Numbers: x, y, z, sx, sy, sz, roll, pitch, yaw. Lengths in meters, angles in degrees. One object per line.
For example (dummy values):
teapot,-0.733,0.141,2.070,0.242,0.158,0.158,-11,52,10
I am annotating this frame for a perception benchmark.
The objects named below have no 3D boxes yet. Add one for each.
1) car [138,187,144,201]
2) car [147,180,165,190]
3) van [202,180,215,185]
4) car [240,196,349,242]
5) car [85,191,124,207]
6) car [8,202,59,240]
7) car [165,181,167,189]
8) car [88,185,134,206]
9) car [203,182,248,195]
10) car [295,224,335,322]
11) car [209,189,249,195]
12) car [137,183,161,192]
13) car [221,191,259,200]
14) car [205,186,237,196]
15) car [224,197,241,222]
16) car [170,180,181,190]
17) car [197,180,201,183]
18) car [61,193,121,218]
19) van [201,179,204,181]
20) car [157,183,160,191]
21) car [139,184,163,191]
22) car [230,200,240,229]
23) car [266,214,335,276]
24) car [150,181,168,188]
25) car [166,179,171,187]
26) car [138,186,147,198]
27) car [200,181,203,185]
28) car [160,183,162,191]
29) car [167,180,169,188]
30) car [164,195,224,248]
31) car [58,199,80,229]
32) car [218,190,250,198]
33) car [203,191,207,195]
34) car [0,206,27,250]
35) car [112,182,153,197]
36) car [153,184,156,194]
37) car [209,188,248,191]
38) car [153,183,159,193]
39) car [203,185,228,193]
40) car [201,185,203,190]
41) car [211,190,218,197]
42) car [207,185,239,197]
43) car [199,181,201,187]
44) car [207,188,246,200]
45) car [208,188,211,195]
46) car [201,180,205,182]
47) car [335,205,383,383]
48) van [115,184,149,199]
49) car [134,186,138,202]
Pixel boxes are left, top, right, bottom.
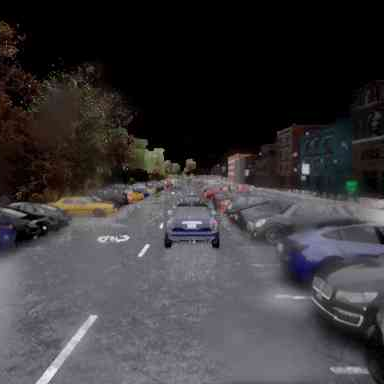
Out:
car,-8.536,0.513,38.779,5.008,1.535,2.097,0,3,0
car,-8.514,-0.913,63.929,5.566,2.045,2.435,0,3,0
van,4.421,-0.497,55.615,4.442,1.987,1.878,0,3,0
car,4.571,1.207,13.874,4.553,1.767,2.185,0,1,0
car,-8.547,0.963,27.632,5.008,1.535,2.097,0,2,0
car,-8.535,1.336,13.695,5.008,1.535,2.097,0,1,0
car,-8.537,-1.059,72.285,5.008,1.535,2.097,0,3,0
car,-8.569,0.612,30.410,5.566,2.045,2.435,0,2,0
car,4.510,0.125,41.713,5.566,2.045,2.435,0,3,0
car,4.546,1.452,5.516,4.892,1.521,2.231,0,1,0
car,4.544,0.747,33.377,5.008,1.535,2.097,0,2,0
car,-8.511,-0.919,66.715,4.553,1.767,2.185,0,3,0
car,4.508,1.008,22.233,4.553,1.767,2.185,0,2,0
car,4.532,-0.140,52.845,4.892,1.521,2.231,0,3,0
car,4.510,1.238,19.451,4.792,1.488,2.163,0,2,0
car,-3.503,-1.282,76.232,1.837,1.490,4.892,0,3,0
car,4.531,-1.728,86.209,4.892,1.521,2.231,0,3,0
car,-8.356,1.052,24.844,5.366,1.575,1.946,0,2,0
van,4.655,-1.282,72.234,4.442,1.987,1.878,0,3,0
car,-8.549,-0.399,58.376,4.892,1.521,2.231,0,3,0
car,-8.545,-0.886,69.505,4.674,1.452,2.002,0,3,0
car,4.568,1.304,16.664,4.792,1.488,2.163,0,1,0
car,4.569,1.453,8.295,4.792,1.488,2.163,0,1,0
car,-8.574,-1.854,86.189,4.553,1.767,2.185,0,3,0
car,-8.515,-1.710,80.619,5.566,2.045,2.435,0,3,0
car,-8.727,0.375,41.684,5.366,1.575,1.946,0,3,0
car,4.723,-0.798,66.747,5.366,1.575,1.946,0,3,0
car,-8.571,-0.501,61.157,4.792,1.488,2.163,0,3,0
car,-8.547,-1.326,77.848,5.008,1.535,2.097,0,3,0
car,-0.001,1.213,14.212,2.097,1.767,4.553,0,1,0
car,-8.535,1.277,16.612,4.892,1.521,2.231,0,1,0
car,4.508,0.924,25.012,4.553,1.767,2.185,0,2,0
car,-0.001,0.989,29.240,2.033,1.411,5.357,0,2,0
car,-8.535,1.385,10.905,5.008,1.535,2.097,0,1,0
car,-8.513,-0.002,44.454,5.566,2.045,2.435,0,3,0
car,-8.544,-0.099,52.814,4.674,1.452,2.002,0,3,0
car,4.568,0.660,36.163,4.792,1.488,2.163,0,3,0
car,-8.547,-0.270,55.594,5.008,1.535,2.097,0,3,0
car,4.535,-0.623,63.969,4.674,1.452,2.002,0,3,0
car,4.353,0.115,47.285,5.366,1.575,1.946,0,3,0
car,4.545,0.856,30.590,5.008,1.535,2.097,0,2,0
car,4.569,-0.131,49.934,4.553,1.767,2.185,0,3,0
car,4.566,-1.163,75.090,4.792,1.488,2.163,0,3,0
car,4.544,0.247,44.505,5.008,1.535,2.097,0,3,0
car,4.541,0.546,38.946,4.674,1.452,2.002,0,3,0
car,4.569,-1.053,69.521,4.553,1.767,2.185,0,3,0
car,4.511,1.217,2.726,5.566,2.045,2.435,0,0,0
van,-8.425,-0.106,47.238,4.442,1.987,1.878,0,3,0
car,-8.573,0.512,35.991,4.553,1.767,2.185,0,2,0
